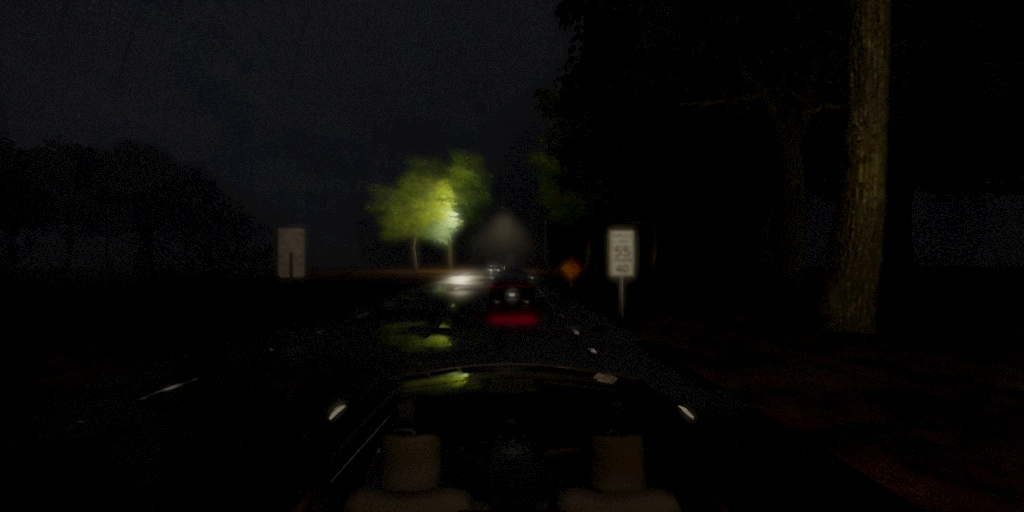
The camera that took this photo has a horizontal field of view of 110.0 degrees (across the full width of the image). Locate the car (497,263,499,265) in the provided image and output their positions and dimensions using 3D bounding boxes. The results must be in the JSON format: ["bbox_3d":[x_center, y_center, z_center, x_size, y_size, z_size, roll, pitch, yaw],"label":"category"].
[{"bbox_3d":[0.008,1.522,31.136,2.128,1.511,4.902,0,0,0],"label":"car"}]

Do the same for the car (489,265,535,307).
[{"bbox_3d":[0.007,1.366,16.334,1.882,1.535,5.008,0,0,0],"label":"car"}]

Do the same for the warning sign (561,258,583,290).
[{"bbox_3d":[3.553,1.052,21.433,1.300,1.860,1.060,0,0,0],"label":"warning sign"}]
